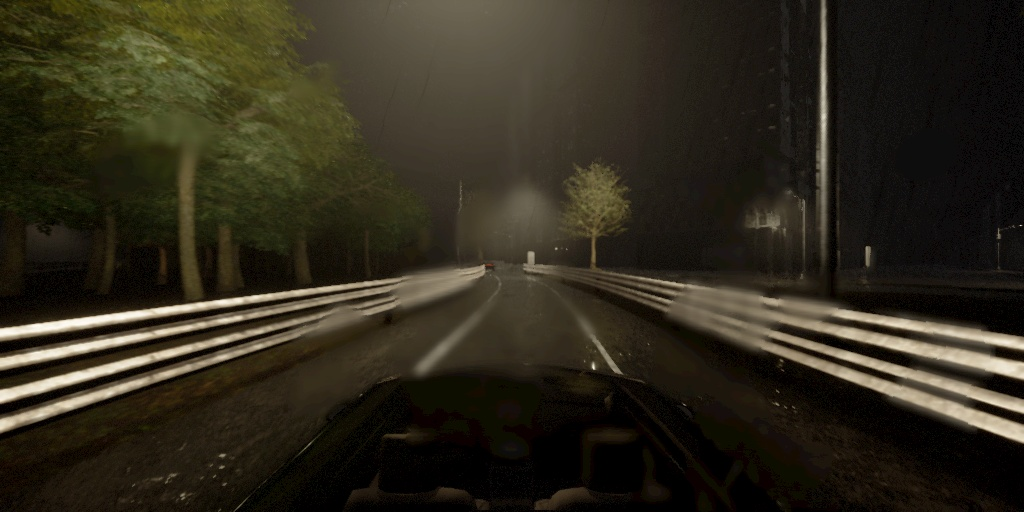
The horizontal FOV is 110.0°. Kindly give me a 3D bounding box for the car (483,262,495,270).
[{"bbox_3d":[-4.464,1.795,65.048,1.837,1.490,4.892,0,-1,-16],"label":"car"}]
